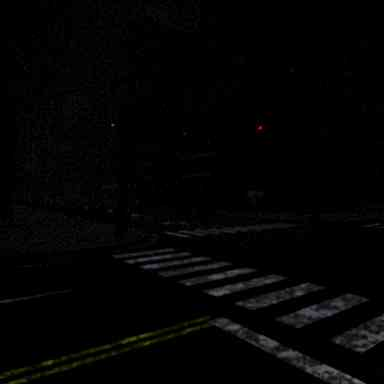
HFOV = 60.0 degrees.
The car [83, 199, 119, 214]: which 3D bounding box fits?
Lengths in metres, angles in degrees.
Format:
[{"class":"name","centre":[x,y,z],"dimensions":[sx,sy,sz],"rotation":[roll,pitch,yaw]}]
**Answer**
[{"class":"car","centre":[-9.846,1.499,35.574],"dimensions":[2.033,1.411,5.357],"rotation":[0,0,-35]}]

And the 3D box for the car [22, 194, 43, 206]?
[{"class":"car","centre":[-25.416,1.399,53.264],"dimensions":[1.967,1.590,4.097],"rotation":[0,0,-35]}]

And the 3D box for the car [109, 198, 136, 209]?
[{"class":"car","centre":[-9.335,1.523,44.370],"dimensions":[1.947,1.339,4.313],"rotation":[0,0,-35]}]

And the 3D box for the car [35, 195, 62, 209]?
[{"class":"car","centre":[-19.068,1.503,44.253],"dimensions":[2.008,1.369,4.403],"rotation":[0,0,-35]}]

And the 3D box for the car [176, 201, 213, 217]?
[{"class":"car","centre":[0.187,1.525,30.854],"dimensions":[1.947,1.339,4.313],"rotation":[0,0,-35]}]

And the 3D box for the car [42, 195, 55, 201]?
[{"class":"car","centre":[-34.724,1.432,80.412],"dimensions":[1.967,1.590,4.097],"rotation":[0,0,-35]}]

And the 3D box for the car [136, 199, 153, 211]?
[{"class":"car","centre":[-6.161,1.538,39.865],"dimensions":[1.802,1.307,4.206],"rotation":[0,0,-35]}]

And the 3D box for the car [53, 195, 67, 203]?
[{"class":"car","centre":[-28.376,1.422,71.401],"dimensions":[1.967,1.590,4.097],"rotation":[0,0,-35]}]

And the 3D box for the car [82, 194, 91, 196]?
[{"class":"car","centre":[-15.682,1.512,53.380],"dimensions":[2.008,1.369,4.403],"rotation":[0,0,-35]}]

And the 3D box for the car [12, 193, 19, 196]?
[{"class":"car","centre":[-38.110,1.525,71.285],"dimensions":[1.887,1.381,4.507],"rotation":[0,0,-35]}]

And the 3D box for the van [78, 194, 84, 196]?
[{"class":"van","centre":[-18.855,1.307,57.885],"dimensions":[1.690,1.788,3.998],"rotation":[0,0,-35]}]

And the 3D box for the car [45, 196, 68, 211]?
[{"class":"car","centre":[-15.895,1.532,39.748],"dimensions":[1.802,1.307,4.206],"rotation":[0,0,-35]}]

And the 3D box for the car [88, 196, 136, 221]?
[{"class":"car","centre":[-6.374,1.392,26.233],"dimensions":[1.967,1.590,4.097],"rotation":[0,0,-35]}]

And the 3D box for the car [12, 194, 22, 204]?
[{"class":"car","centre":[-31.763,1.520,62.274],"dimensions":[2.008,1.369,4.403],"rotation":[0,0,-35]}]

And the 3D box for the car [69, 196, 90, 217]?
[{"class":"car","centre":[-9.547,1.391,30.738],"dimensions":[1.967,1.590,4.097],"rotation":[0,0,-35]}]
